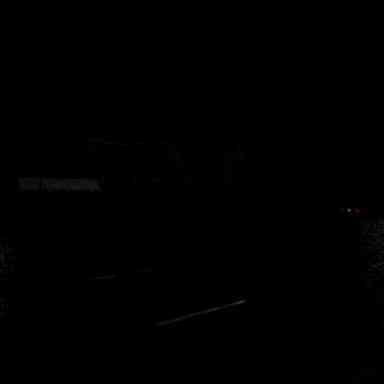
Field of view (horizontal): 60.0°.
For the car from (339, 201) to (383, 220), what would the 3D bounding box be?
[{"bbox_3d":[13.932,1.427,26.594,5.357,1.411,2.033,0,0,-36],"label":"car"}]
